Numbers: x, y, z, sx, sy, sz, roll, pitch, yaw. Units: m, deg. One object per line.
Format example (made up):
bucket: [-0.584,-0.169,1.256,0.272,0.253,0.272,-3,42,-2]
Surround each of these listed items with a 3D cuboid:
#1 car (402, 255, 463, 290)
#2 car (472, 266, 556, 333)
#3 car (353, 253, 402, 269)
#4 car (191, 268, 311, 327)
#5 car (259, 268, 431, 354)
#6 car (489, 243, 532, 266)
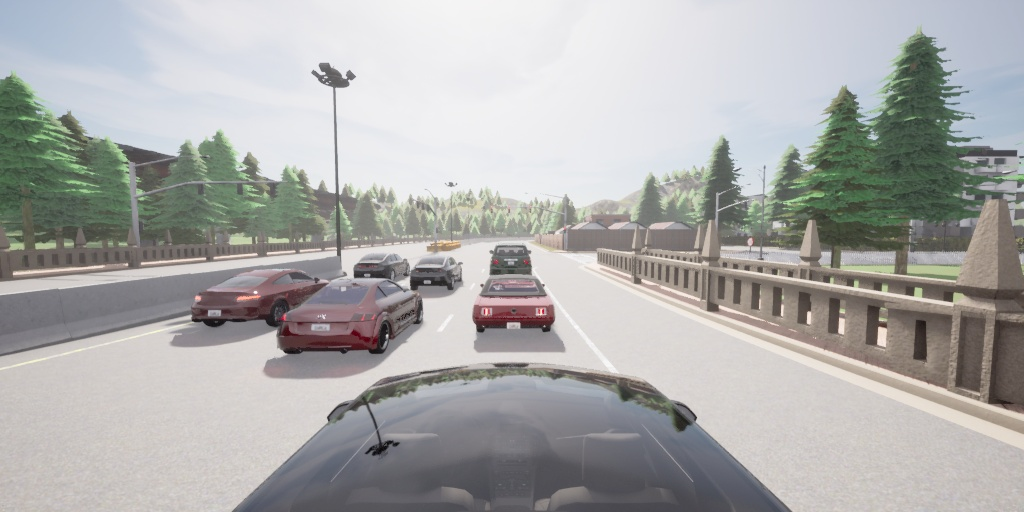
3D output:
car: [-3.554,0.703,17.352,1.837,1.490,4.892,0,3,-1]
car: [0.021,1.175,10.178,1.895,1.301,4.718,0,2,-1]
car: [-7.080,0.552,19.874,1.837,1.490,4.892,0,3,-1]
car: [-6.985,1.080,10.681,1.812,1.442,4.674,0,2,-1]
car: [-3.466,1.197,8.477,1.994,1.385,4.181,0,2,0]
car: [-0.078,0.274,19.889,2.150,2.045,5.566,0,3,-1]
